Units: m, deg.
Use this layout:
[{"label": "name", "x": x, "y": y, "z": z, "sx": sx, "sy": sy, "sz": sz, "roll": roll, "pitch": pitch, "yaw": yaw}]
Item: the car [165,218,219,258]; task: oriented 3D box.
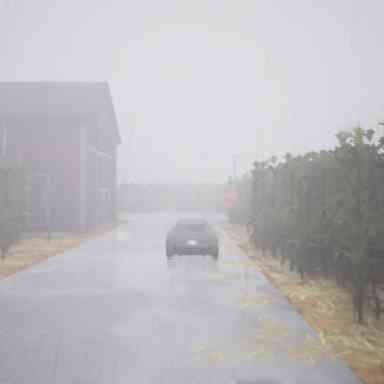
[{"label": "car", "x": 0.017, "y": 1.739, "z": 13.496, "sx": 1.994, "sy": 1.385, "sz": 4.181, "roll": 0, "pitch": -1, "yaw": 0}]
